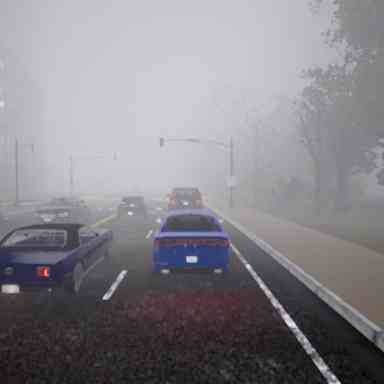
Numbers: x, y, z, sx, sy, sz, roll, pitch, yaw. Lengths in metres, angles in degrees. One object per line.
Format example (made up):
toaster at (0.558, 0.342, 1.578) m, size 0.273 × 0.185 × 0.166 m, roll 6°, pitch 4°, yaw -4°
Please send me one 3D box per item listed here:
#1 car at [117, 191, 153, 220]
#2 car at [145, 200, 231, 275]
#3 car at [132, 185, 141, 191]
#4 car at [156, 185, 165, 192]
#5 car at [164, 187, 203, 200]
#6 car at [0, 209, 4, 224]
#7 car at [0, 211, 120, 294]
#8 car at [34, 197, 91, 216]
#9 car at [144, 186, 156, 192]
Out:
car at (-3.739, 0.949, 21.976) m, size 1.837 × 1.490 × 4.892 m, roll 0°, pitch 1°, yaw -3°
car at (-0.055, 1.233, 9.642) m, size 1.882 × 1.535 × 5.008 m, roll 0°, pitch 2°, yaw -1°
car at (-11.880, -0.302, 71.143) m, size 1.812 × 1.442 × 4.674 m, roll 0°, pitch 2°, yaw -8°
car at (-7.677, -0.745, 85.773) m, size 1.882 × 1.535 × 5.008 m, roll 0°, pitch 2°, yaw -11°
car at (-0.460, 0.676, 21.519) m, size 2.150 × 2.045 × 5.566 m, roll 0°, pitch 1°, yaw -3°
car at (-10.124, 1.143, 14.410) m, size 1.837 × 1.490 × 4.892 m, roll 0°, pitch 1°, yaw -2°
car at (-3.270, 1.394, 8.169) m, size 1.895 × 1.301 × 4.718 m, roll 0°, pitch 1°, yaw -1°
car at (-7.000, 1.028, 18.357) m, size 2.128 × 1.511 × 4.902 m, roll 0°, pitch 1°, yaw -2°
car at (-10.809, -0.717, 84.832) m, size 1.882 × 1.535 × 5.008 m, roll 0°, pitch 2°, yaw -10°
